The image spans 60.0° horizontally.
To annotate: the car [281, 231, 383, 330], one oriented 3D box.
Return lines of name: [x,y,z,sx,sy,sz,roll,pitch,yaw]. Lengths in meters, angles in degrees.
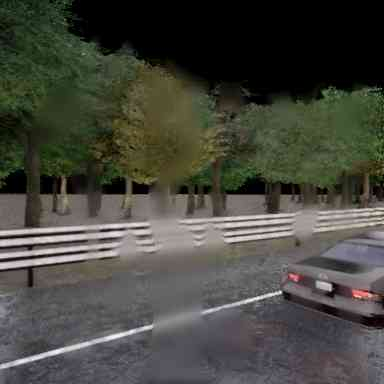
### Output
car: [4.154,1.539,6.756,5.357,1.411,2.033,0,0,-35]
